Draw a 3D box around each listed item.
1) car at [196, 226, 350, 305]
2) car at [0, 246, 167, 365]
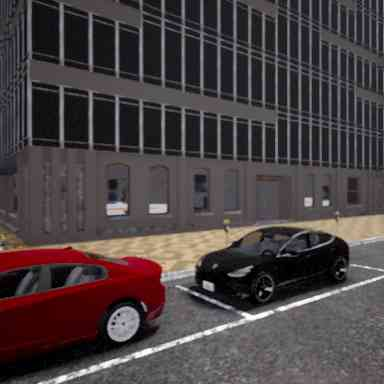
[{"bbox_3d":[2.107,1.539,8.071,4.313,1.339,1.947,0,0,-36],"label":"car"},{"bbox_3d":[-2.523,1.542,4.759,4.507,1.381,1.887,0,0,-36],"label":"car"}]
